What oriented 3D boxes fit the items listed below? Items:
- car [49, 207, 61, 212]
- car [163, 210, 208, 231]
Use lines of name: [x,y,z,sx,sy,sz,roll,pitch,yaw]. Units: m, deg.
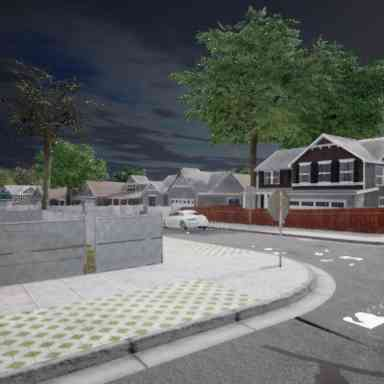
car: [-19.470,2.806,46.240,2.128,1.511,4.902,1,-2,-39]
car: [-0.616,2.089,24.848,1.812,1.442,4.674,1,-2,-34]
